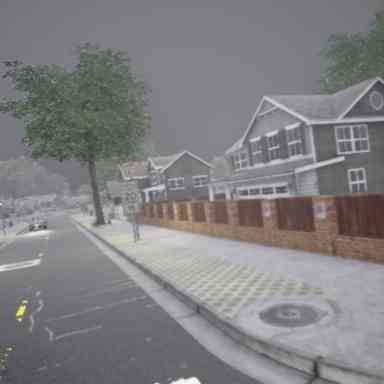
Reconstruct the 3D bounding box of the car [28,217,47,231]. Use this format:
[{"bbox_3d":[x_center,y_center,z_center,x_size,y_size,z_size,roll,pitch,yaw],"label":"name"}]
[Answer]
[{"bbox_3d":[-18.810,3.834,40.713,2.128,1.511,4.902,-7,0,-22],"label":"car"}]
